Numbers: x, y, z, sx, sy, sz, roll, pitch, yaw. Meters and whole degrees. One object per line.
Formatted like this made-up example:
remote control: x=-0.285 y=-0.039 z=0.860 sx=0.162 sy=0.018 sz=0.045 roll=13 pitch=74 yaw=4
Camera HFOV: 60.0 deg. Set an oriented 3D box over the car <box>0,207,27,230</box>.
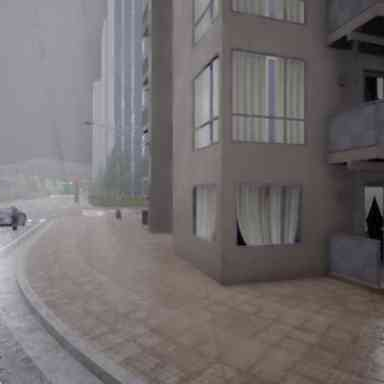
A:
car: x=-12.025 y=1.648 z=21.487 sx=2.033 sy=1.411 sz=5.357 roll=0 pitch=0 yaw=-18
